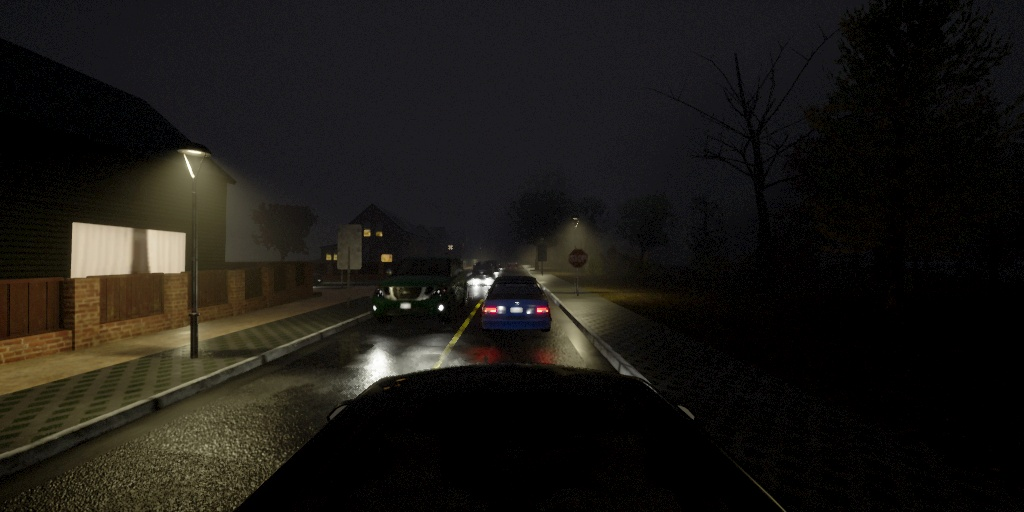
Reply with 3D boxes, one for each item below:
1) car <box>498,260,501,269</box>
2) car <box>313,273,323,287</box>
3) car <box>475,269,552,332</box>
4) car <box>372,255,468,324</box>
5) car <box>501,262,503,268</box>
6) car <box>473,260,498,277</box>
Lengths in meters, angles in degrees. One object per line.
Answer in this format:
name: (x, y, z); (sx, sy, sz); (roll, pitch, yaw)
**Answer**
car: (-2.772, 1.341, 47.673); (1.837, 1.490, 4.892); (0, 0, 0)
car: (-14.616, 1.296, 22.941); (4.674, 1.442, 1.812); (0, -2, 2)
car: (0.106, 1.305, 10.846); (2.033, 1.411, 5.357); (0, 0, 0)
car: (-2.841, 0.980, 12.347); (2.150, 2.045, 5.566); (0, 0, 0)
car: (-2.697, 1.405, 64.738); (1.837, 1.490, 4.892); (0, 0, 1)
car: (-2.804, 1.292, 35.871); (2.128, 1.511, 4.902); (0, 0, 0)
